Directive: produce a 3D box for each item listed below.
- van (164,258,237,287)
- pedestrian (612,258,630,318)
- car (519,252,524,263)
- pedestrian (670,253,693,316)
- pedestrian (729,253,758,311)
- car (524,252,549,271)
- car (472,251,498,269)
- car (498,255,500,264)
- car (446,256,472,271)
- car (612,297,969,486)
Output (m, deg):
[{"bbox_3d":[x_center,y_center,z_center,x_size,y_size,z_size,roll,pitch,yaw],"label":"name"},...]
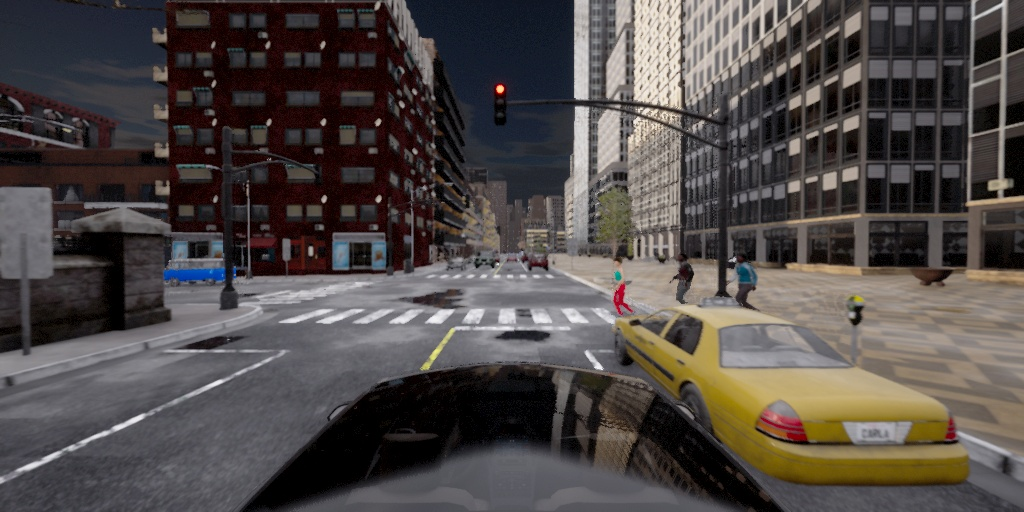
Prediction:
[{"bbox_3d":[-20.769,1.060,23.965,3.998,1.789,1.690,0,0,-1],"label":"van"},{"bbox_3d":[3.193,0.911,10.658,0.375,1.860,0.375,0,1,0],"label":"pedestrian"},{"bbox_3d":[2.685,0.244,59.304,2.192,1.841,5.009,0,0,0],"label":"car"},{"bbox_3d":[4.815,0.766,10.120,0.375,1.860,0.375,0,1,0],"label":"pedestrian"},{"bbox_3d":[6.094,0.776,9.444,0.375,1.860,0.375,0,1,0],"label":"pedestrian"},{"bbox_3d":[2.686,0.547,37.201,2.192,1.841,5.009,0,0,0],"label":"car"},{"bbox_3d":[-3.077,0.387,41.841,2.150,2.045,5.566,0,1,0],"label":"car"},{"bbox_3d":[-3.051,0.290,58.553,2.097,1.767,4.553,0,1,0],"label":"car"},{"bbox_3d":[-5.694,0.783,37.200,2.007,1.370,4.403,0,0,0],"label":"car"},{"bbox_3d":[2.688,1.229,4.962,1.751,1.417,4.829,0,0,0],"label":"car"}]
